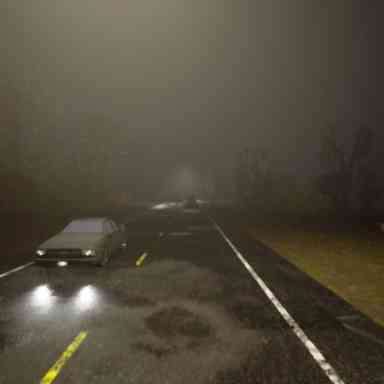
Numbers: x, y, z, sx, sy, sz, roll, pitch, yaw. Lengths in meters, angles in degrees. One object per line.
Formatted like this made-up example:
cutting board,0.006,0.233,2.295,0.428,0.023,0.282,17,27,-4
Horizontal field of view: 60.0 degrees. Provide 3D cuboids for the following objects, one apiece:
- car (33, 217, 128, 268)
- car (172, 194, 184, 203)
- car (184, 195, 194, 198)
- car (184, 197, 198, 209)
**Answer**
car,-3.601,1.634,11.918,2.033,1.411,5.357,0,0,0
car,-3.818,1.841,85.752,2.150,2.045,5.566,0,0,0
car,-0.282,1.792,78.746,2.150,2.045,5.566,0,0,0
car,-0.048,1.947,53.146,1.994,1.385,4.181,0,0,0
